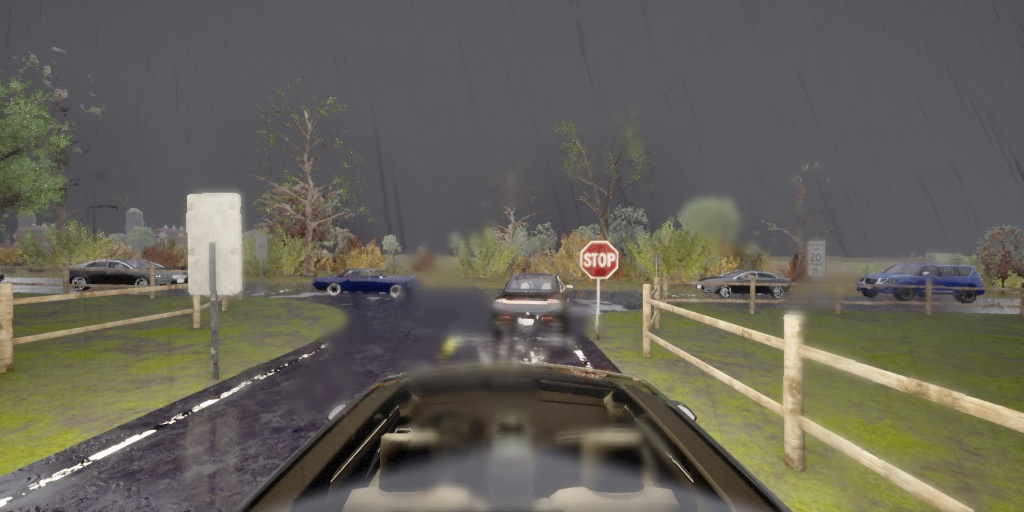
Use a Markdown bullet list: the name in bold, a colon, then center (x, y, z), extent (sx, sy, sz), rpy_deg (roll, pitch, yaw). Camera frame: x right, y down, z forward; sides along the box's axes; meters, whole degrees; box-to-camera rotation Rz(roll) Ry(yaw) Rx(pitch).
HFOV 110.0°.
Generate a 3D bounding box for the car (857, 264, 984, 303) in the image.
- **car**: center (22.914, 1.466, 20.214), extent (5.566, 2.045, 2.150), rpy_deg (1, 1, 0)

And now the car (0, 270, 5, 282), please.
- **car**: center (-27.781, 0.718, 17.365), extent (4.674, 1.442, 1.812), rpy_deg (1, 1, 0)

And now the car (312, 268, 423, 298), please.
- **car**: center (-6.810, 1.249, 17.323), extent (4.718, 1.301, 1.895), rpy_deg (1, 1, 0)

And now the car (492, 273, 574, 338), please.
- **car**: center (0.713, 1.240, 10.285), extent (2.128, 1.511, 4.902), rpy_deg (0, 0, 9)

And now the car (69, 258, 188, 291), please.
- **car**: center (-18.478, 0.885, 17.350), extent (4.902, 1.511, 2.128), rpy_deg (1, 1, 0)

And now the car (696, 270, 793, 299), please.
- **car**: center (13.018, 1.525, 20.233), extent (4.902, 1.511, 2.128), rpy_deg (1, 1, 0)
